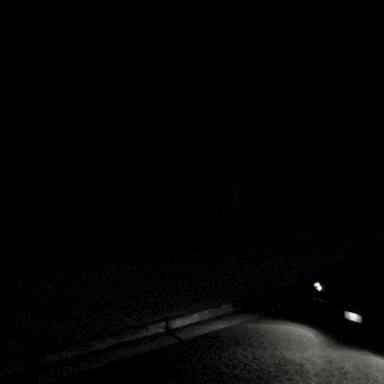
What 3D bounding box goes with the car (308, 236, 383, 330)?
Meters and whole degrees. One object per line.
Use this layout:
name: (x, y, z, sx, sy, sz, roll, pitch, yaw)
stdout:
car: (4.662, 1.543, 6.681, 5.357, 1.411, 2.033, 0, 0, -35)
